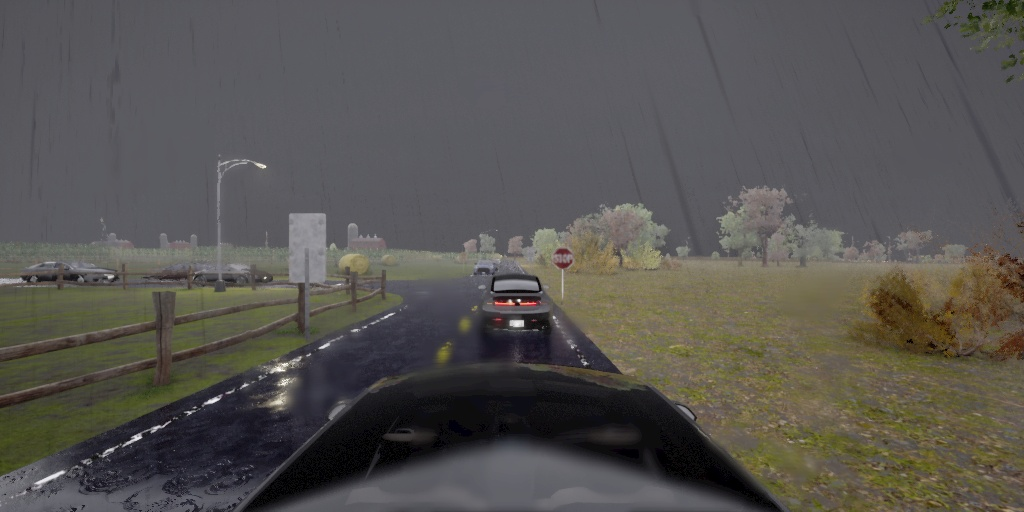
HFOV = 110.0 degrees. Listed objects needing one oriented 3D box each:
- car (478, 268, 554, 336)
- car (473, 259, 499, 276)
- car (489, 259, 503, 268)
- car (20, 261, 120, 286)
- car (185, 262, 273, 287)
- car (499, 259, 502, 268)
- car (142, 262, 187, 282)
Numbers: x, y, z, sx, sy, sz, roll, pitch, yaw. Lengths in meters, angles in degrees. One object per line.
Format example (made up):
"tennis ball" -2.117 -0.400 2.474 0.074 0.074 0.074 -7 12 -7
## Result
"car" 0.068 1.254 10.383 1.837 1.490 4.892 0 0 -1
"car" -2.841 1.116 37.884 2.097 1.767 4.553 0 0 0
"car" -2.792 1.289 63.210 2.128 1.511 4.902 0 0 0
"car" -28.167 1.077 22.962 4.902 1.511 2.128 0 1 -1
"car" -17.883 1.220 23.069 4.181 1.385 1.994 0 1 0
"car" -2.826 1.325 50.331 2.033 1.411 5.357 0 0 0
"car" -23.330 1.135 25.993 5.357 1.411 2.033 0 1 -1
